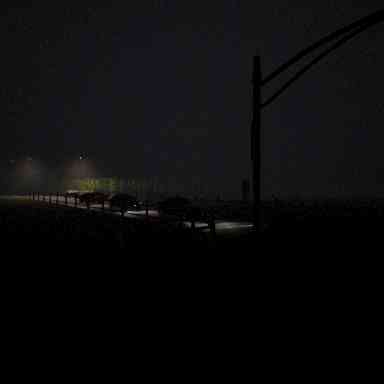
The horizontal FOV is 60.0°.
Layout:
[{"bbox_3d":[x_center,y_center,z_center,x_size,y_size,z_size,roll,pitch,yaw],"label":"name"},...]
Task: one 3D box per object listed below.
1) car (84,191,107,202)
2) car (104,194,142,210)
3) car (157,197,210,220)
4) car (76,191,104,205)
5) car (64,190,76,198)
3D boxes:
[{"bbox_3d":[-14.797,0.592,50.850,1.882,1.535,5.008,0,1,-35],"label":"car"},{"bbox_3d":[-6.649,0.954,32.711,1.837,1.490,4.892,0,1,-35],"label":"car"},{"bbox_3d":[-0.720,1.114,24.208,1.882,1.535,5.008,0,1,-35],"label":"car"},{"bbox_3d":[-12.371,0.795,40.937,1.812,1.442,4.674,0,1,-35],"label":"car"},{"bbox_3d":[-22.405,0.375,61.745,2.128,1.511,4.902,0,1,-35],"label":"car"}]
